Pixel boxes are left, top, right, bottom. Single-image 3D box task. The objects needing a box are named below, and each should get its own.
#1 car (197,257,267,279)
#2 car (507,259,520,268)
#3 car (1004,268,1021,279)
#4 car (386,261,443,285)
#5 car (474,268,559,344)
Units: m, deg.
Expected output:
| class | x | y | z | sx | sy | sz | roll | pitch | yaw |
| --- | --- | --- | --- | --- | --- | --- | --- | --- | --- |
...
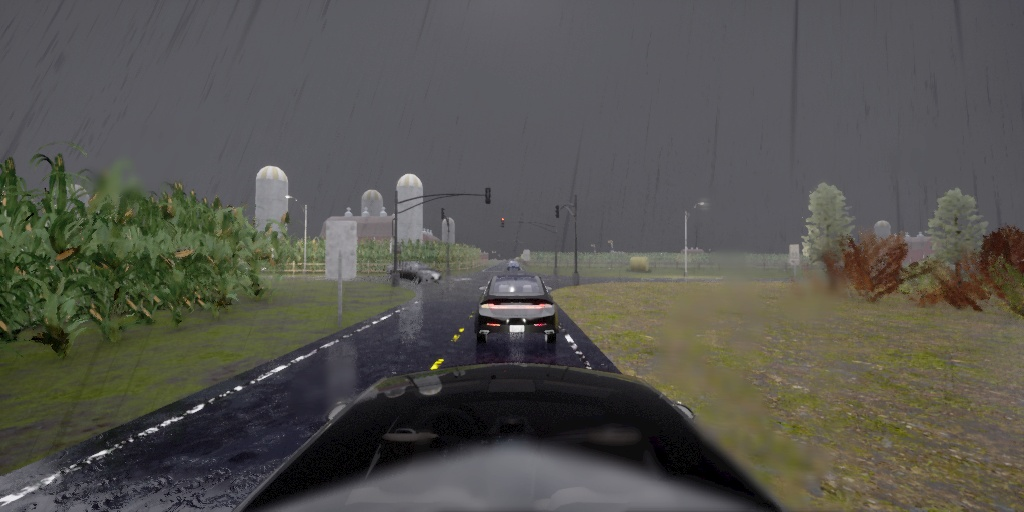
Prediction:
| class | x | y | z | sx | sy | sz | roll | pitch | yaw |
| --- | --- | --- | --- | --- | --- | --- | --- | --- | --- |
| car | -22.831 | 0.766 | 28.613 | 5.566 | 2.045 | 2.150 | 0 | -1 | -3 |
| car | 0.212 | 1.347 | 54.894 | 2.033 | 1.411 | 5.357 | 0 | 0 | 0 |
| car | 48.666 | 1.720 | 33.478 | 4.674 | 1.442 | 1.812 | 1 | -1 | -5 |
| car | -7.053 | 1.145 | 25.826 | 4.902 | 1.511 | 2.128 | 2 | 0 | 37 |
| car | 0.101 | 1.245 | 9.623 | 2.128 | 1.511 | 4.902 | 0 | 0 | 0 |
